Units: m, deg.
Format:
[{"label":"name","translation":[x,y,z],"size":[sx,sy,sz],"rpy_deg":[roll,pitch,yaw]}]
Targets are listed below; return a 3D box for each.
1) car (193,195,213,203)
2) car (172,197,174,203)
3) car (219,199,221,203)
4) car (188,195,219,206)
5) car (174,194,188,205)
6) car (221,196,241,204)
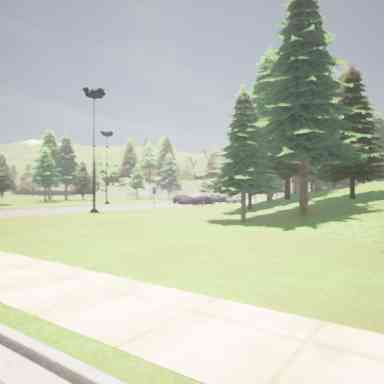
[{"label":"car","translation":[2.282,1.397,66.631],"size":[1.812,1.442,4.674],"rpy_deg":[0,0,36]},{"label":"car","translation":[-1.538,1.223,61.311],"size":[2.097,1.767,4.553],"rpy_deg":[0,0,37]},{"label":"car","translation":[5.355,1.447,64.904],"size":[1.994,1.385,4.181],"rpy_deg":[0,0,36]},{"label":"car","translation":[1.884,1.400,54.126],"size":[1.837,1.490,4.892],"rpy_deg":[0,0,37]},{"label":"car","translation":[-0.479,1.447,56.850],"size":[1.994,1.385,4.181],"rpy_deg":[0,0,37]},{"label":"car","translation":[7.936,1.421,62.504],"size":[1.812,1.442,4.674],"rpy_deg":[0,0,36]}]
